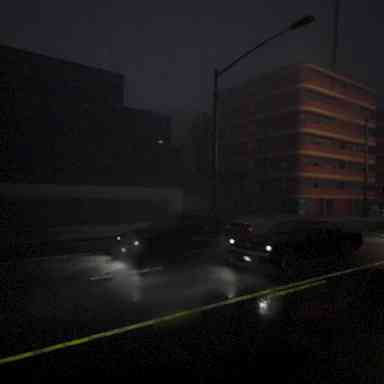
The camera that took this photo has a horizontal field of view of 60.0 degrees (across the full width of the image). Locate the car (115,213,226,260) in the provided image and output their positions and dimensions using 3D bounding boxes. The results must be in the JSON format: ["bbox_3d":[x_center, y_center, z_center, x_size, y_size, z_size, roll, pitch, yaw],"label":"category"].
[{"bbox_3d":[-0.070,1.515,12.477,5.357,1.411,2.033,0,0,-35],"label":"car"}]

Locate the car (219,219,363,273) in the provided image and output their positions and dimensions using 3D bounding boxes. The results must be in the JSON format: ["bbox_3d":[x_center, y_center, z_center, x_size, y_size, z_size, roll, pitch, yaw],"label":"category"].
[{"bbox_3d":[3.372,1.567,10.616,4.718,1.301,1.895,0,0,-35],"label":"car"}]
